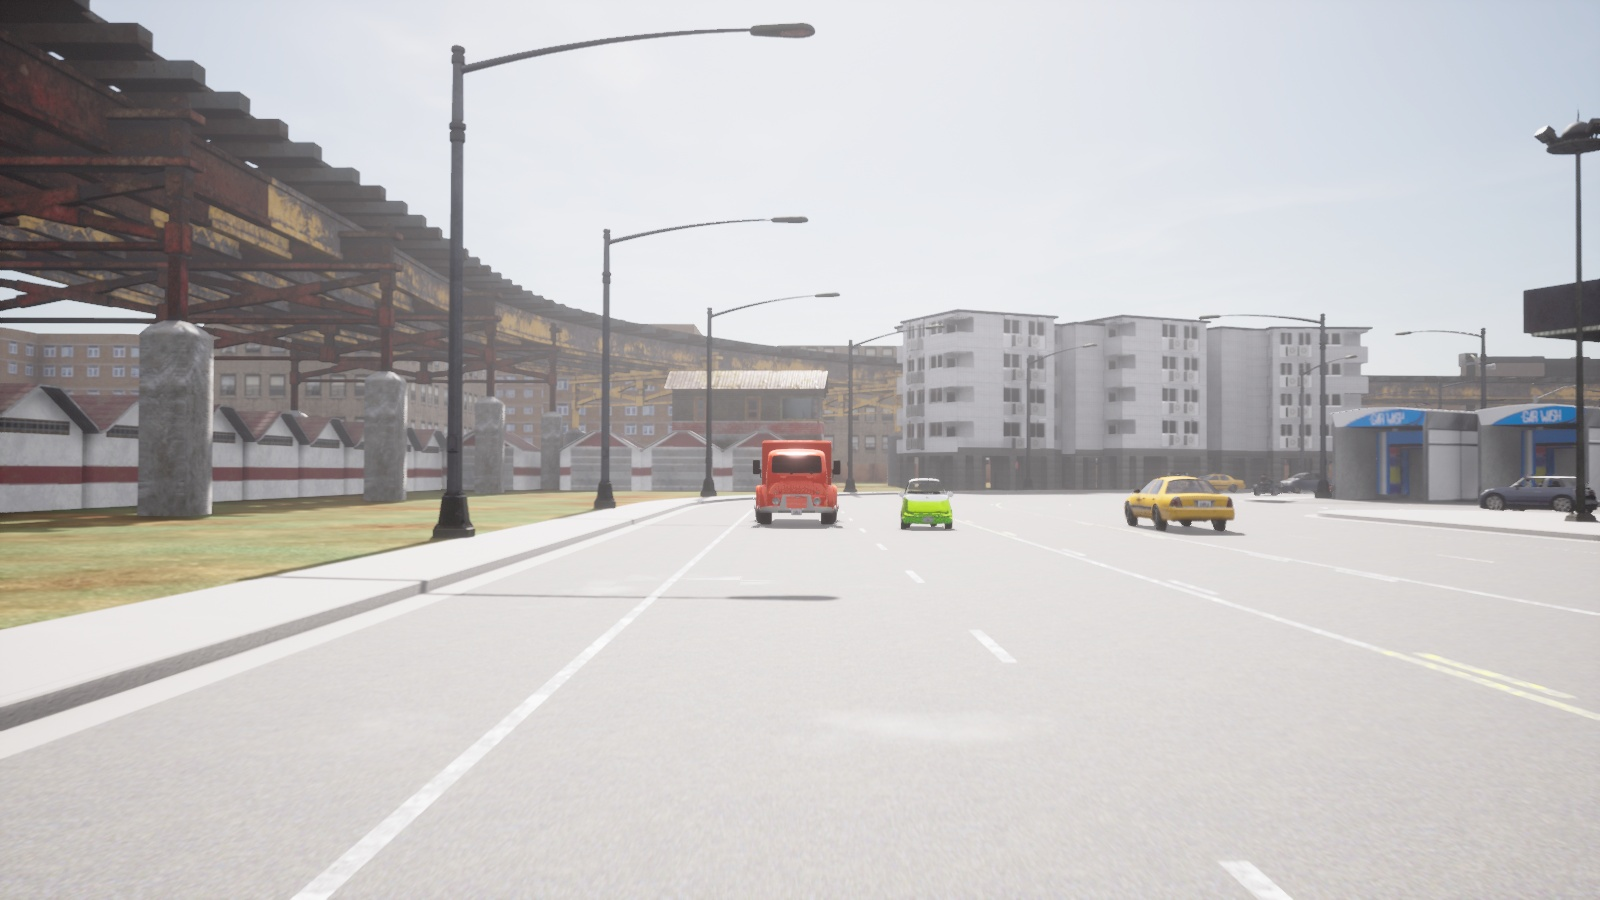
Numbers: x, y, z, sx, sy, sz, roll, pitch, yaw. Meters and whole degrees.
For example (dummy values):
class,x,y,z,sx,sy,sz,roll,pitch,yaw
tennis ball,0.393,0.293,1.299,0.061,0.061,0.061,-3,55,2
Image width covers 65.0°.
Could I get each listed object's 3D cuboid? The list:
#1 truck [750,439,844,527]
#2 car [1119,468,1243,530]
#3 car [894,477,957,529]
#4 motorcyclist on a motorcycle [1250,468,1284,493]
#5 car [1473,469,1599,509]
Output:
class,x,y,z,sx,sy,sz,roll,pitch,yaw
truck,-0.096,0.962,37.878,2.627,2.467,5.204,0,-1,0
car,10.406,1.293,34.715,1.801,1.575,5.366,0,-1,0
car,3.415,1.433,34.492,1.481,1.376,2.207,0,-1,0
motorcyclist on a motorcycle,31.589,2.060,84.888,2.350,1.649,0.766,0,-1,-27
car,28.670,1.485,48.962,1.970,1.475,3.806,0,-1,-34
